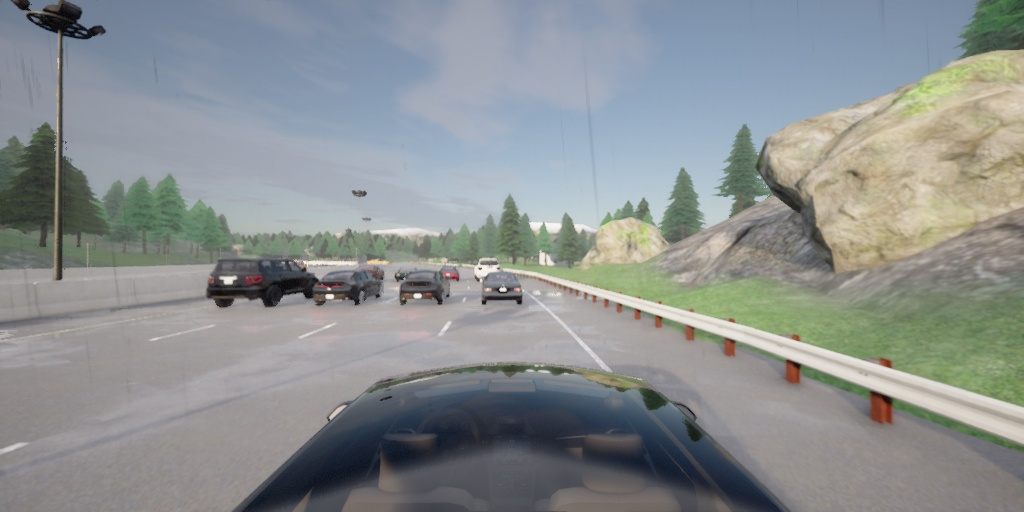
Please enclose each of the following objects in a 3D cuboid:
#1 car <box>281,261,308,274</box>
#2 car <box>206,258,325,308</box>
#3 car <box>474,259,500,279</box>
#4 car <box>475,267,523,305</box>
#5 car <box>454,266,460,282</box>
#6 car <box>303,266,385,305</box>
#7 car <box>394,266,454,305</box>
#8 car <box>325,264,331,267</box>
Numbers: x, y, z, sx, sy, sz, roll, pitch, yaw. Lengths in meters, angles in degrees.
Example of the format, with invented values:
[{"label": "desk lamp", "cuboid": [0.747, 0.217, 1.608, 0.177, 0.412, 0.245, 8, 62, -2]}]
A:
[{"label": "car", "cuboid": [-31.005, 1.571, 51.252, 2.097, 1.767, 4.553, 0, -1, -14]}, {"label": "car", "cuboid": [-11.018, 1.106, 16.370, 2.150, 2.045, 5.566, 0, 0, -4]}, {"label": "car", "cuboid": [-2.312, 1.260, 33.204, 2.150, 2.045, 5.566, 0, 0, -8]}, {"label": "car", "cuboid": [-0.544, 1.441, 17.102, 2.033, 1.411, 5.357, 0, -1, -4]}, {"label": "car", "cuboid": [-5.817, 1.606, 32.976, 1.994, 1.385, 4.181, 0, 0, -8]}, {"label": "car", "cuboid": [-7.549, 1.401, 16.933, 1.837, 1.490, 4.892, 0, 0, -4]}, {"label": "car", "cuboid": [-4.058, 1.402, 17.177, 1.837, 1.490, 4.892, 0, 0, -4]}, {"label": "car", "cuboid": [-27.690, 1.791, 52.429, 1.994, 1.385, 4.181, 0, -1, -14]}]
